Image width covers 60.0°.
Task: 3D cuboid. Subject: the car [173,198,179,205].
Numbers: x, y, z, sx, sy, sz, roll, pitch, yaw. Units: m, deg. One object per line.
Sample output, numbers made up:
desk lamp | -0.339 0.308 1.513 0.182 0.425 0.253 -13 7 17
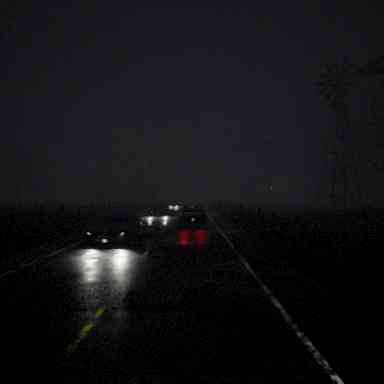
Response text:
car | -3.571 1.970 65.845 2.128 1.511 4.902 0 0 0

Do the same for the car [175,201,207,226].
car | 0.070 1.661 24.772 2.128 1.511 4.902 0 0 0

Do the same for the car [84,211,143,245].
car | -3.618 1.661 16.440 2.033 1.411 5.357 0 0 0

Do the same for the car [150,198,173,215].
car | -3.541 1.740 36.987 1.882 1.535 5.008 0 -1 0
